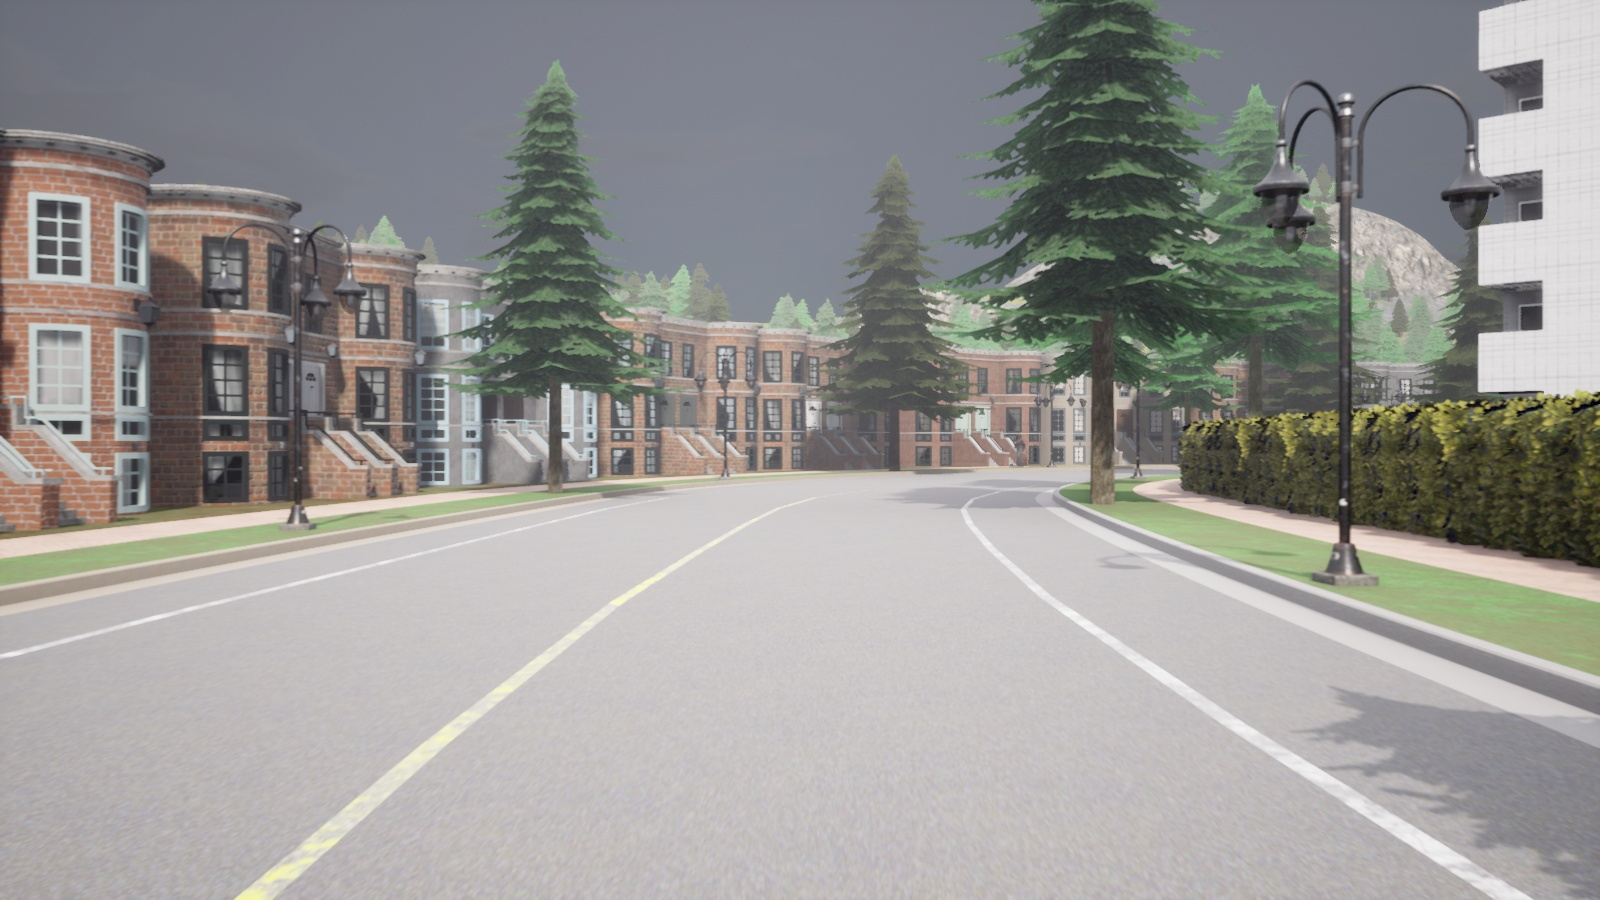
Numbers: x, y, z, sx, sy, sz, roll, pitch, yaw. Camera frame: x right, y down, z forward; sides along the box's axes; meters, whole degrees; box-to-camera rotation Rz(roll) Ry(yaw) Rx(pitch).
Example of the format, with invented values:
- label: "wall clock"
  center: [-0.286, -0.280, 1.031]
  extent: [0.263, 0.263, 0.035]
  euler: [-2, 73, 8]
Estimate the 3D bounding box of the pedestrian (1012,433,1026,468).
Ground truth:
- label: "pedestrian"
  center: [12.076, 0.025, 69.255]
  extent: [0.666, 1.930, 0.402]
  euler: [0, 0, -38]
